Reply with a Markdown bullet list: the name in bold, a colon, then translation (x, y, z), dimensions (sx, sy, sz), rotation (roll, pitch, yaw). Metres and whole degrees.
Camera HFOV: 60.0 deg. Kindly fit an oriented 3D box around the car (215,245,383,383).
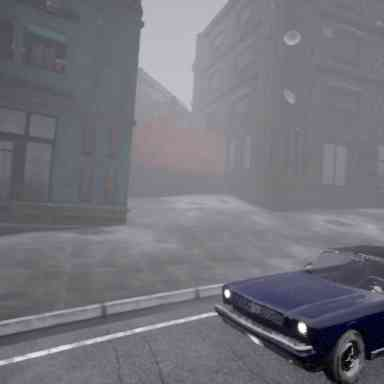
- **car**: translation (2.749, 1.616, 5.378), dimensions (4.718, 1.301, 1.895), rotation (1, 0, -29)
